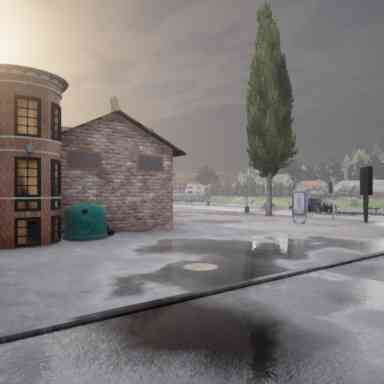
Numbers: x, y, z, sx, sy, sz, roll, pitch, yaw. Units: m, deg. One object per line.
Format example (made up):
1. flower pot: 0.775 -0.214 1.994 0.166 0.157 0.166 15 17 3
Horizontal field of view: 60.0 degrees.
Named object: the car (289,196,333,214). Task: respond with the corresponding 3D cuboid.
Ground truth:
1. car: 12.760 1.351 36.043 2.097 1.767 4.553 0 0 -36
